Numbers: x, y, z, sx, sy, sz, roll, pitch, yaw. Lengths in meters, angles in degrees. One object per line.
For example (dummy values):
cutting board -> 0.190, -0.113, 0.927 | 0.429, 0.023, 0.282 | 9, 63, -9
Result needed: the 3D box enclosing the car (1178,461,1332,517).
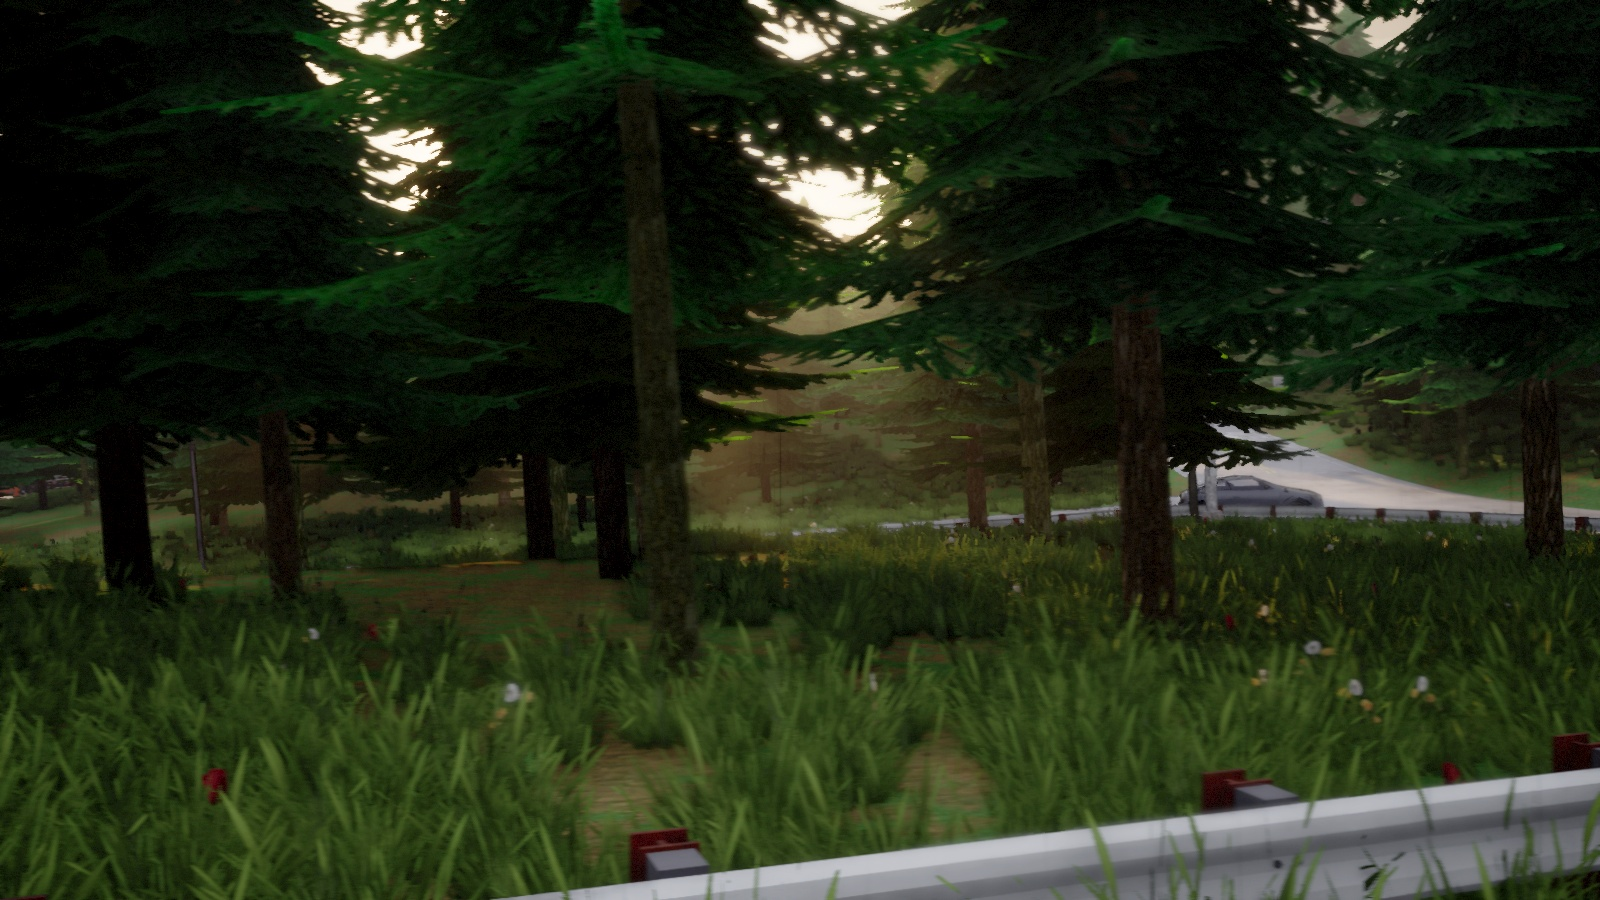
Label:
car -> 13.661, 1.161, 37.963 | 4.181, 1.385, 1.994 | -3, 1, 15
